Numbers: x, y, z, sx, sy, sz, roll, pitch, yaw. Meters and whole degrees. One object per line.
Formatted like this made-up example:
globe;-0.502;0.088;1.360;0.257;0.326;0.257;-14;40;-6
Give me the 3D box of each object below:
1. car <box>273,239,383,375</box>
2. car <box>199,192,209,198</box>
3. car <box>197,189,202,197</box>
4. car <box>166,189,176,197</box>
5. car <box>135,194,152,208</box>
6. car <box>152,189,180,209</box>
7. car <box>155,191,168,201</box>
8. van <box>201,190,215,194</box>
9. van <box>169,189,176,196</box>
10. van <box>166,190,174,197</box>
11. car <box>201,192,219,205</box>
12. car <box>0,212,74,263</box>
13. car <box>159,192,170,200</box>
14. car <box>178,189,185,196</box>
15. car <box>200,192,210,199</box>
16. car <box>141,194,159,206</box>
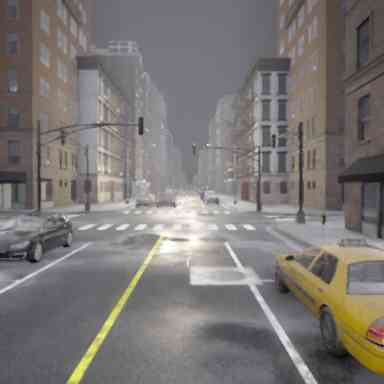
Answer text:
car;2.640;1.453;5.722;1.752;1.417;4.829;0;1;0
car;2.665;0.604;75.948;2.008;1.369;4.403;0;1;0
car;2.660;0.503;65.133;2.192;1.841;5.009;0;1;0
car;-5.415;0.234;86.756;2.192;1.841;5.009;0;1;0
car;-5.380;1.075;38.108;2.008;1.369;4.403;0;1;0
car;-2.745;0.860;36.374;2.097;1.767;4.553;0;0;0
car;-5.396;0.695;59.730;1.967;1.590;4.097;0;1;0
van;2.653;0.731;48.916;1.690;1.788;3.998;0;1;0
van;-5.419;0.193;92.163;1.690;1.788;3.998;0;1;0
van;-5.411;0.327;81.351;1.690;1.788;3.998;0;1;0
car;2.650;1.008;43.513;2.008;1.369;4.403;0;1;0
car;-5.384;1.410;11.234;2.008;1.369;4.403;0;1;0
car;-5.400;0.715;64.966;1.752;1.417;4.829;0;1;0
car;-2.731;0.317;86.627;1.882;1.535;5.008;0;1;0
car;2.663;0.686;70.542;1.947;1.339;4.313;0;1;0
car;-5.384;0.984;43.343;1.752;1.417;4.829;0;1;0
